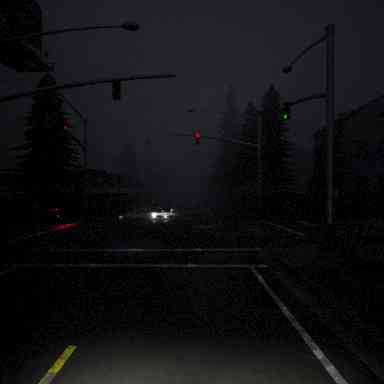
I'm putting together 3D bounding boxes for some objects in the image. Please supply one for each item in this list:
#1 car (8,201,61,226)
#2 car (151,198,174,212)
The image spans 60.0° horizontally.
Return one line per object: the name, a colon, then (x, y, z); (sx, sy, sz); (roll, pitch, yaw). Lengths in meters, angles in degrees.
car: (-11.070, 1.317, 21.461); (4.902, 1.511, 2.128); (1, 0, -1)
car: (-3.477, 1.564, 38.045); (1.994, 1.385, 4.181); (0, 0, 0)
